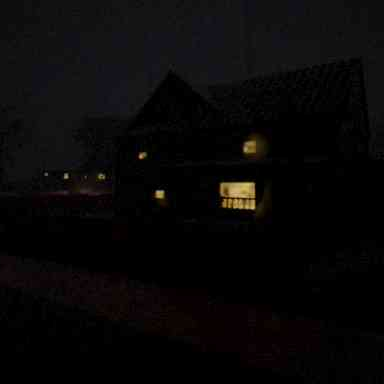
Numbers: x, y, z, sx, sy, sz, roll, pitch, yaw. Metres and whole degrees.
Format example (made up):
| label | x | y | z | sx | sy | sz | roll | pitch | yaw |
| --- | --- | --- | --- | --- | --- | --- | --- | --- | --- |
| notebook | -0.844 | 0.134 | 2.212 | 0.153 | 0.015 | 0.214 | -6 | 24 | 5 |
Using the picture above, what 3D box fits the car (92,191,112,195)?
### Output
| label | x | y | z | sx | sy | sz | roll | pitch | yaw |
| --- | --- | --- | --- | --- | --- | --- | --- | --- | --- |
| car | -12.826 | 0.656 | 47.289 | 2.128 | 1.511 | 4.902 | 1 | 2 | 36 |
